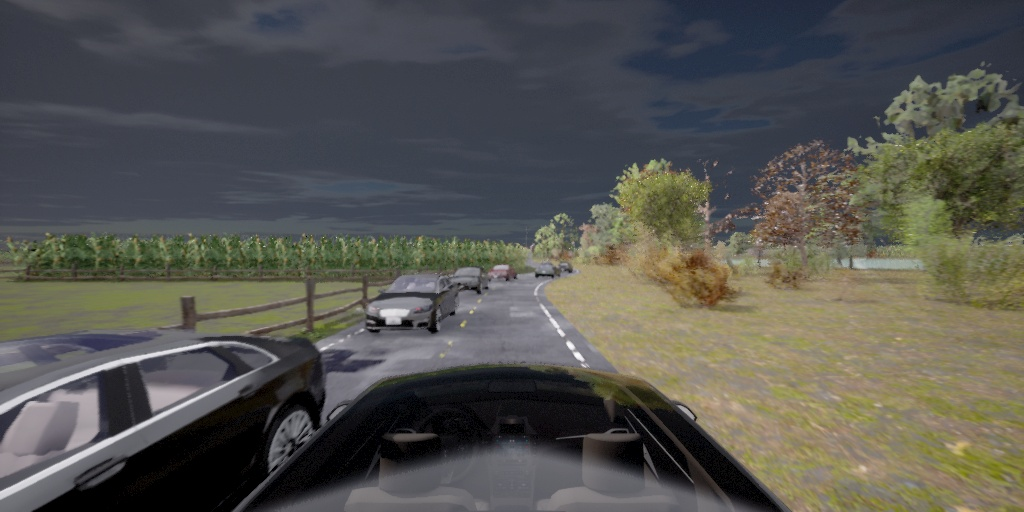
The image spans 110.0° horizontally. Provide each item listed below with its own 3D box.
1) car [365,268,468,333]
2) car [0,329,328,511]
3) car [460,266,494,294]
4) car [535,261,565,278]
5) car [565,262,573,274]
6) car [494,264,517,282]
[{"bbox_3d":[-2.830,1.313,11.078,2.128,1.511,4.902,0,0,0],"label":"car"},{"bbox_3d":[-2.795,1.259,1.712,2.128,1.511,4.902,0,0,0],"label":"car"},{"bbox_3d":[-2.484,1.382,21.478,1.837,1.490,4.892,0,0,5],"label":"car"},{"bbox_3d":[3.716,1.503,36.553,1.994,1.385,4.181,0,0,19],"label":"car"},{"bbox_3d":[6.903,1.508,46.865,1.812,1.442,4.674,0,0,15],"label":"car"},{"bbox_3d":[-0.810,1.451,32.030,1.812,1.442,4.674,0,0,14],"label":"car"}]
